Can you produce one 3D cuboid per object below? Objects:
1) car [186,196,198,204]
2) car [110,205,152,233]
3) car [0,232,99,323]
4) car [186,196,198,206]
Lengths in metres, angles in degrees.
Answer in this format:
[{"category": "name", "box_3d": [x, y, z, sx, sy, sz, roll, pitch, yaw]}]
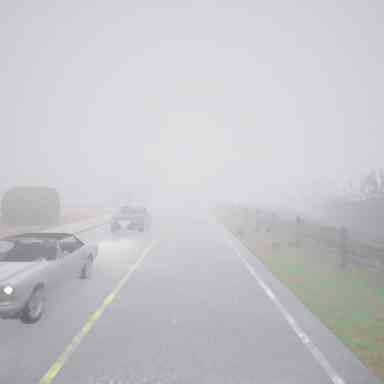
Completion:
[{"category": "car", "box_3d": [-0.092, 1.635, 69.446, 2.033, 1.411, 5.357, 0, 0, -4]}, {"category": "car", "box_3d": [-3.600, 1.569, 20.190, 2.128, 1.511, 4.902, 0, 0, 0]}, {"category": "car", "box_3d": [-3.606, 1.632, 7.360, 1.895, 1.301, 4.718, 0, 0, 0]}, {"category": "car", "box_3d": [-0.078, 1.570, 59.200, 2.097, 1.767, 4.553, 0, 0, 0]}]
